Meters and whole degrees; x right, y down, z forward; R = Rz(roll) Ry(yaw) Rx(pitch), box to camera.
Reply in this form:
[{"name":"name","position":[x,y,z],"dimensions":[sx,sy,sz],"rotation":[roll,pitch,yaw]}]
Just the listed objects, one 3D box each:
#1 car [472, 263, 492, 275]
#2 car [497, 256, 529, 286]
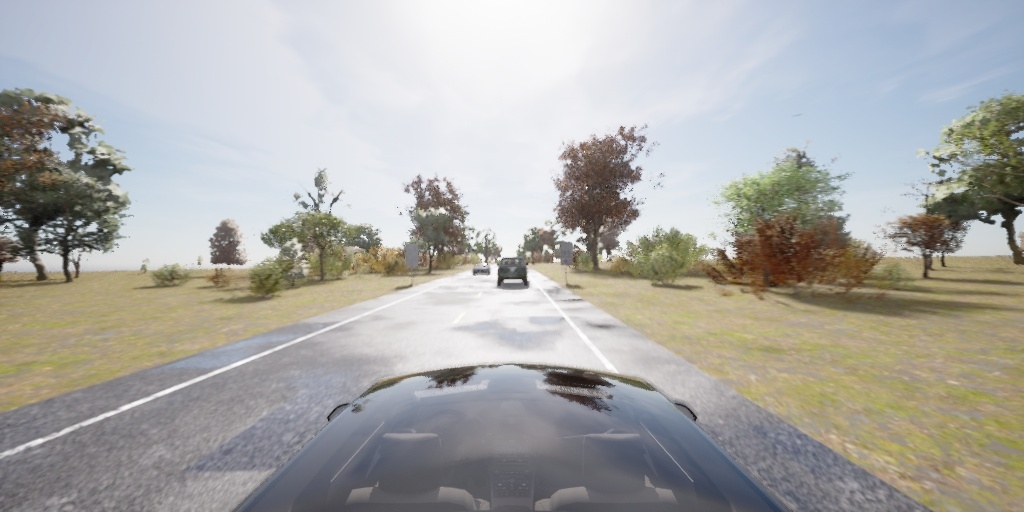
[{"name":"car","position":[-3.428,1.489,41.513],"dimensions":[1.994,1.385,4.181],"rotation":[-1,0,0]},{"name":"car","position":[0.056,1.036,26.640],"dimensions":[2.150,2.045,5.566],"rotation":[-1,0,1]}]
